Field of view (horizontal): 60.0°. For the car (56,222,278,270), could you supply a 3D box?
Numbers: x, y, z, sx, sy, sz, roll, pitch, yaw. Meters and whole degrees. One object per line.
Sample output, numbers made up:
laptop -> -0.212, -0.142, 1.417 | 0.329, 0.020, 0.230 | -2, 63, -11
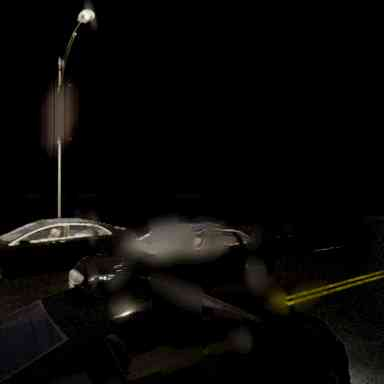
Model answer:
car -> -0.173, 1.491, 7.472 | 4.902, 1.511, 2.128 | 0, 0, -35

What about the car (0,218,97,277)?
car -> -3.820, 1.491, 8.896 | 4.902, 1.511, 2.128 | 0, 0, -35

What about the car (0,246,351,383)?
car -> -0.385, 1.563, 3.124 | 4.181, 1.385, 1.994 | 0, 0, -35
